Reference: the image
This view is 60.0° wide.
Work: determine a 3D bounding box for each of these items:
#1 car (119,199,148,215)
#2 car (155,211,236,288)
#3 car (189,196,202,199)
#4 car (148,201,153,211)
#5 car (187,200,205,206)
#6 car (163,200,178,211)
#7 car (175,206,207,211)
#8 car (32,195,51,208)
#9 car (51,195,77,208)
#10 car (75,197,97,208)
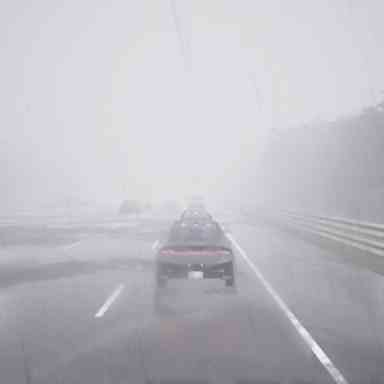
[{"bbox_3d":[-6.518,1.541,36.333,2.097,1.767,4.553,0,-1,0],"label":"car"},{"bbox_3d":[0.105,1.511,9.330,2.128,1.511,4.902,0,0,1],"label":"car"},{"bbox_3d":[0.501,1.548,44.953,2.150,2.045,5.566,0,-1,0],"label":"car"},{"bbox_3d":[-6.504,1.886,45.627,1.895,1.301,4.718,0,-1,0],"label":"car"},{"bbox_3d":[0.329,1.703,28.363,2.033,1.411,5.357,0,-1,1],"label":"car"},{"bbox_3d":[-3.005,1.864,46.344,2.033,1.411,5.357,0,-1,0],"label":"car"},{"bbox_3d":[0.222,1.676,18.698,1.895,1.301,4.718,0,0,1],"label":"car"},{"bbox_3d":[-24.157,1.484,54.689,2.150,2.045,5.566,0,-1,0],"label":"car"},{"bbox_3d":[-20.662,1.513,55.079,2.150,2.045,5.566,0,-1,0],"label":"car"},{"bbox_3d":[-17.170,1.877,54.932,1.994,1.385,4.181,0,-1,-1],"label":"car"}]
